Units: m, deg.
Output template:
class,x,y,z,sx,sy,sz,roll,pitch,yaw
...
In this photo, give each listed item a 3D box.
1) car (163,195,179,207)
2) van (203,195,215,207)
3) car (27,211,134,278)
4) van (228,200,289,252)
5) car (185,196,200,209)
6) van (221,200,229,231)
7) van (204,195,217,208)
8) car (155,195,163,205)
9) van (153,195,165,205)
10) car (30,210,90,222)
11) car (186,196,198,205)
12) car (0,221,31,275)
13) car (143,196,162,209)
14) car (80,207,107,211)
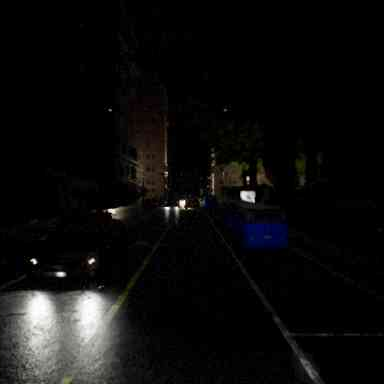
class,x,y,z,sx,sy,sz,roll,pitch,yaw
car,-3.059,1.564,52.306,1.837,1.490,4.892,0,0,0
van,2.681,1.400,53.247,1.690,1.788,3.998,0,0,0
car,-3.098,1.567,10.504,2.033,1.411,5.357,0,0,0
van,2.673,1.366,13.642,1.690,1.788,3.998,0,0,0
car,0.037,1.535,47.127,1.882,1.535,5.008,0,0,0
van,2.675,1.375,19.300,1.690,1.788,3.998,0,0,0
van,2.680,1.399,47.589,1.690,1.788,3.998,0,0,0
car,-5.845,1.603,53.239,1.887,1.381,4.507,0,0,0
van,-5.843,1.400,58.899,1.690,1.788,3.998,0,0,0
car,-5.853,1.607,13.616,1.802,1.307,4.206,0,0,0
car,0.010,1.549,63.242,2.128,1.511,4.902,0,0,0
car,-5.853,1.597,7.955,1.802,1.307,4.206,0,0,0
car,-5.846,1.623,47.579,1.947,1.339,4.313,0,0,0
car,-5.852,1.578,19.276,1.887,1.381,4.507,0,0,0
